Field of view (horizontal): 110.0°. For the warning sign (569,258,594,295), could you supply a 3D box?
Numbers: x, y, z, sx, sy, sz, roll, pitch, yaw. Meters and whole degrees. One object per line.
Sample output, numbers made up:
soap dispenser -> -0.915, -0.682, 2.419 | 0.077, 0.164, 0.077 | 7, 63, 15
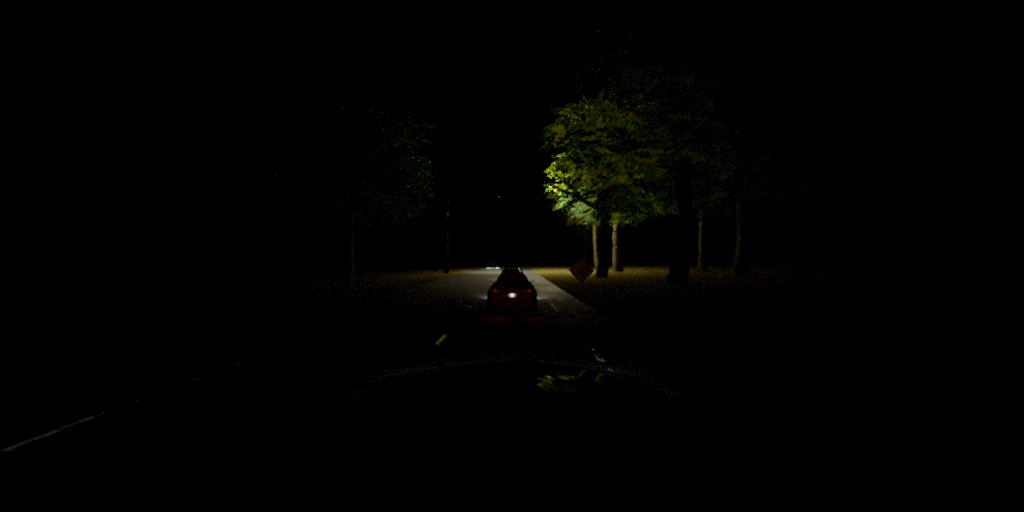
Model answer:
warning sign -> 3.549, 1.022, 18.444 | 1.300, 1.860, 1.060 | 0, 0, 0

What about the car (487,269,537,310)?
car -> 0.025, 1.444, 15.358 | 1.994, 1.385, 4.181 | 0, 0, 1

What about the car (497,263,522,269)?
car -> 0.022, 1.546, 30.443 | 1.994, 1.385, 4.181 | 0, 0, 1
